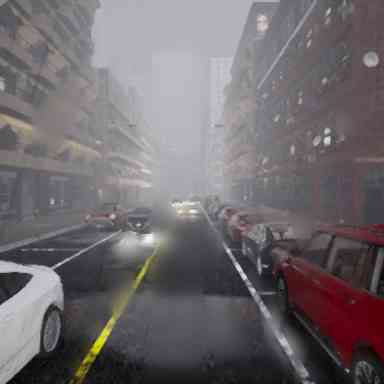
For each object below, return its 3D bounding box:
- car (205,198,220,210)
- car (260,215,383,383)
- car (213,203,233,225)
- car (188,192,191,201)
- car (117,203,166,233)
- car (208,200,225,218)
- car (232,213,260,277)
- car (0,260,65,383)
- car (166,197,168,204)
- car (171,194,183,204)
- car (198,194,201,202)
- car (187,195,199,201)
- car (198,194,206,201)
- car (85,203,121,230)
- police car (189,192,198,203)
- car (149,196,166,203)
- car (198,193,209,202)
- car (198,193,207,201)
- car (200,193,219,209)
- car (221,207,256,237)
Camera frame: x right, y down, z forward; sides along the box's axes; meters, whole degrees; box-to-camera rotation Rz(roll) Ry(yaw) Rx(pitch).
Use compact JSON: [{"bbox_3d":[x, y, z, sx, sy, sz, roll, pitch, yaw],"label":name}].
[{"bbox_3d":[2.568,1.536,32.123,2.008,1.369,4.403,-1,0,0],"label":"car"},{"bbox_3d":[2.555,1.314,4.378,2.192,1.841,5.009,-1,0,0],"label":"car"},{"bbox_3d":[2.565,1.573,21.025,1.802,1.307,4.206,-1,0,0],"label":"car"},{"bbox_3d":[0.254,1.433,79.458,1.882,1.535,5.008,0,0,-11],"label":"car"},{"bbox_3d":[-2.841,1.556,19.716,1.994,1.385,4.181,0,0,0],"label":"car"},{"bbox_3d":[2.567,1.554,26.574,1.947,1.339,4.313,-1,0,0],"label":"car"},{"bbox_3d":[2.560,1.547,9.927,2.008,1.369,4.403,-1,0,0],"label":"car"},{"bbox_3d":[-2.829,1.525,3.301,1.812,1.442,4.674,0,0,1],"label":"car"},{"bbox_3d":[-5.303,1.409,59.850,1.967,1.590,4.097,-1,0,0],"label":"car"},{"bbox_3d":[-2.758,1.532,61.047,1.994,1.385,4.181,0,0,1],"label":"car"},{"bbox_3d":[2.581,1.548,65.417,1.802,1.307,4.206,-1,0,0],"label":"car"},{"bbox_3d":[0.309,1.457,85.537,1.837,1.490,4.892,0,0,15],"label":"car"},{"bbox_3d":[2.588,1.390,87.613,1.967,1.590,4.097,-1,0,0],"label":"car"},{"bbox_3d":[-5.317,1.431,21.006,1.967,1.590,4.097,-1,0,0],"label":"car"},{"bbox_3d":[0.851,1.388,69.770,1.930,1.638,5.238,0,0,0],"label":"police car"},{"bbox_3d":[-5.306,1.501,48.582,1.752,1.417,4.829,-1,0,0],"label":"car"},{"bbox_3d":[2.582,1.273,76.514,2.192,1.841,5.009,-1,0,0],"label":"car"},{"bbox_3d":[2.584,1.269,82.064,2.192,1.841,5.009,-1,0,0],"label":"car"},{"bbox_3d":[2.570,1.294,43.221,2.192,1.841,5.009,-1,0,0],"label":"car"},{"bbox_3d":[2.563,1.576,15.476,1.802,1.307,4.206,-1,0,0],"label":"car"}]
